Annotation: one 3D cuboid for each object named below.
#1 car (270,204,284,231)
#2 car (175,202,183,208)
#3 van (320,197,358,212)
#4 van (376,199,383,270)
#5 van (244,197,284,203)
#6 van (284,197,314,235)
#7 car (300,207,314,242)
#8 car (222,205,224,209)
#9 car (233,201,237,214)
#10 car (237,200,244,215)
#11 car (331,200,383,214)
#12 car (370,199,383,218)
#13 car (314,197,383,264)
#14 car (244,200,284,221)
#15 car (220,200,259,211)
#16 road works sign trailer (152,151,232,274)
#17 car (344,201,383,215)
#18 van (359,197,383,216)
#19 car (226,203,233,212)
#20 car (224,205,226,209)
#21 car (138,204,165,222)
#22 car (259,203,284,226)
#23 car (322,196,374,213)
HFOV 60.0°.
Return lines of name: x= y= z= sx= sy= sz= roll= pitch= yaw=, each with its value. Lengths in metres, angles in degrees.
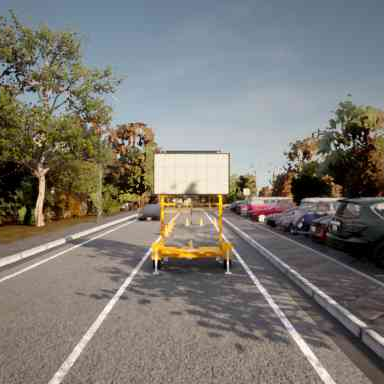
car: x=7.081 y=1.583 z=18.571 sx=4.674 sy=1.452 sz=2.002 roll=0 pitch=-1 yaw=0
car: x=-3.158 y=3.257 z=82.381 sx=2.128 sy=1.511 sz=4.902 roll=0 pitch=-3 yaw=0
van: x=20.326 y=1.695 z=46.200 sx=4.442 sy=1.987 sz=1.878 roll=0 pitch=-1 yaw=0
van: x=6.942 y=1.234 z=7.487 sx=4.442 sy=1.987 sz=1.878 roll=0 pitch=0 yaw=0
van: x=7.216 y=1.460 z=29.678 sx=4.442 sy=1.987 sz=1.878 roll=0 pitch=-1 yaw=0
van: x=6.957 y=1.281 z=15.799 sx=4.442 sy=1.987 sz=1.878 roll=0 pitch=-1 yaw=0
car: x=7.098 y=1.501 z=13.013 sx=4.792 sy=1.488 sz=2.163 roll=0 pitch=0 yaw=0
car: x=7.135 y=1.926 z=46.323 sx=4.892 sy=1.521 sz=2.231 roll=0 pitch=-1 yaw=0
car: x=7.139 y=1.786 z=35.226 sx=4.792 sy=1.488 sz=2.163 roll=0 pitch=-1 yaw=0
car: x=7.107 y=1.761 z=32.451 sx=4.674 sy=1.452 sz=2.002 roll=0 pitch=-1 yaw=0
car: x=20.014 y=1.823 z=40.537 sx=5.366 sy=1.575 sz=1.946 roll=0 pitch=-1 yaw=0
car: x=20.152 y=1.591 z=32.231 sx=4.553 sy=1.767 sz=2.185 roll=0 pitch=-1 yaw=0
car: x=7.092 y=1.200 z=10.262 sx=5.566 sy=2.045 sz=2.435 roll=0 pitch=0 yaw=0
car: x=7.099 y=1.649 z=26.899 sx=5.008 sy=1.535 sz=2.097 roll=0 pitch=-1 yaw=0
car: x=6.949 y=1.981 z=49.091 sx=5.366 sy=1.575 sz=1.946 roll=0 pitch=-1 yaw=0
road works sign trailer: x=-0.017 y=0.492 z=10.607 sx=2.380 sy=3.560 sz=2.880 roll=0 pitch=0 yaw=-1
car: x=20.187 y=1.789 z=37.770 sx=4.892 sy=1.521 sz=2.231 roll=0 pitch=-1 yaw=0
van: x=20.305 y=1.527 z=35.002 sx=4.442 sy=1.987 sz=1.878 roll=0 pitch=-1 yaw=0
car: x=7.086 y=1.541 z=38.006 sx=5.566 sy=2.045 sz=2.435 roll=0 pitch=-1 yaw=0
car: x=7.131 y=1.874 z=43.551 sx=5.008 sy=1.535 sz=2.097 roll=0 pitch=-1 yaw=0
car: x=-3.327 y=1.731 z=28.447 sx=2.033 sy=1.411 sz=5.357 roll=0 pitch=-1 yaw=0
car: x=7.054 y=1.608 z=21.348 sx=4.792 sy=1.488 sz=2.163 roll=0 pitch=-1 yaw=0
car: x=20.231 y=1.616 z=43.309 sx=5.566 sy=2.045 sz=2.435 roll=0 pitch=-1 yaw=0
